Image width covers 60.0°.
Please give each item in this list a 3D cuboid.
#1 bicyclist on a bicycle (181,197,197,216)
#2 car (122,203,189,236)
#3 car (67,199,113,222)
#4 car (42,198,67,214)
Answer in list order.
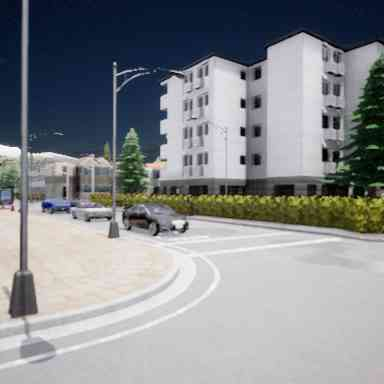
[{"bbox_3d":[-0.211,1.219,27.712,1.656,1.620,0.582,0,0,-36],"label":"bicyclist on a bicycle"},{"bbox_3d":[-2.048,1.366,17.595,2.128,1.511,4.902,0,0,-36],"label":"car"},{"bbox_3d":[-7.583,1.474,25.102,1.895,1.301,4.718,0,0,-37],"label":"car"},{"bbox_3d":[-13.622,1.349,33.320,1.882,1.535,5.008,0,0,-36],"label":"car"}]
